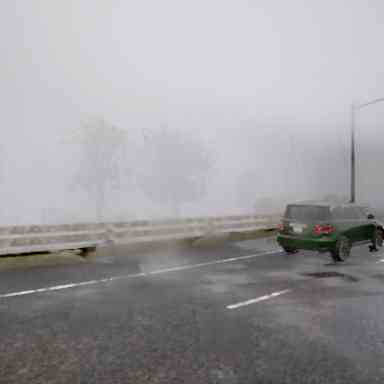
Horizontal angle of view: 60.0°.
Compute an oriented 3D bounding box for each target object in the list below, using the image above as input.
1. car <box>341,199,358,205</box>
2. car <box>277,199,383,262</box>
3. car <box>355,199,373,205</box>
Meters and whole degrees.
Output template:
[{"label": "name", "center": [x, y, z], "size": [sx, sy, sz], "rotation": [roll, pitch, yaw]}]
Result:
[{"label": "car", "center": [40.269, 2.574, 84.923], "size": [2.128, 1.511, 4.902], "rotation": [0, -1, 2]}, {"label": "car", "center": [5.598, 1.402, 13.142], "size": [5.566, 2.045, 2.150], "rotation": [1, -1, -42]}, {"label": "car", "center": [43.761, 2.613, 84.698], "size": [2.033, 1.411, 5.357], "rotation": [0, -1, 2]}]
